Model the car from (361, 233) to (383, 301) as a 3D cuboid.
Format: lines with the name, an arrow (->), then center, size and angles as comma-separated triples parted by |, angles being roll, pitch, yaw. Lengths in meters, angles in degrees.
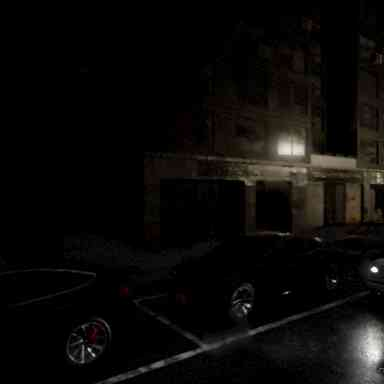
car -> 5.718, 1.600, 7.137 | 4.718, 1.301, 1.895 | 0, 0, -35

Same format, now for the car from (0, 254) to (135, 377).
car -> -2.833, 1.566, 4.167 | 4.313, 1.339, 1.947 | 0, 0, -36

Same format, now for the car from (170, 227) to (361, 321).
car -> 1.573, 1.565, 7.310 | 4.313, 1.339, 1.947 | 0, 0, -36

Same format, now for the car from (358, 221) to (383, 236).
car -> 5.980, 1.580, 10.453 | 4.206, 1.307, 1.802 | 0, 0, -36
